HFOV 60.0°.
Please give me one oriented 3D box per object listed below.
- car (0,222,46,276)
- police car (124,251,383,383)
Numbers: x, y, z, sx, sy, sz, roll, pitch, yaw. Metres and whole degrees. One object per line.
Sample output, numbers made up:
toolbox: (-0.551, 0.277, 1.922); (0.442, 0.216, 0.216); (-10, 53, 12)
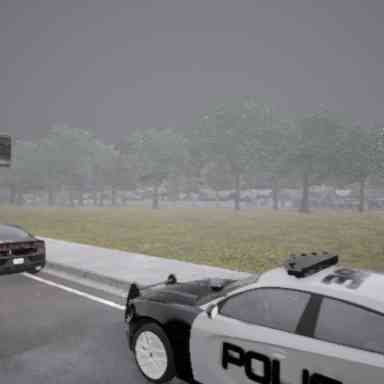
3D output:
car: (-6.363, 1.635, 10.159); (5.008, 1.535, 1.882); (0, -2, 40)
police car: (1.235, 1.540, 3.828); (5.238, 1.638, 1.930); (0, -2, 40)
